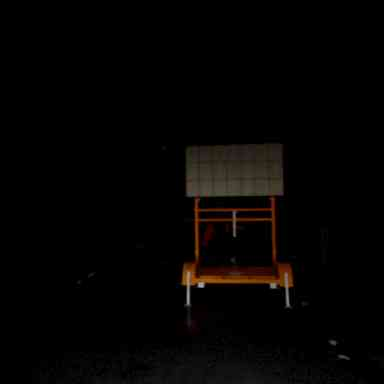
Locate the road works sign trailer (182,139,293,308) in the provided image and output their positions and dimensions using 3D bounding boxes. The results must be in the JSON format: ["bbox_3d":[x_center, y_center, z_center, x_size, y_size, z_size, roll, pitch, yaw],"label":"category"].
[{"bbox_3d":[1.032,0.544,8.120,2.380,3.560,2.880,-1,-1,6],"label":"road works sign trailer"}]
